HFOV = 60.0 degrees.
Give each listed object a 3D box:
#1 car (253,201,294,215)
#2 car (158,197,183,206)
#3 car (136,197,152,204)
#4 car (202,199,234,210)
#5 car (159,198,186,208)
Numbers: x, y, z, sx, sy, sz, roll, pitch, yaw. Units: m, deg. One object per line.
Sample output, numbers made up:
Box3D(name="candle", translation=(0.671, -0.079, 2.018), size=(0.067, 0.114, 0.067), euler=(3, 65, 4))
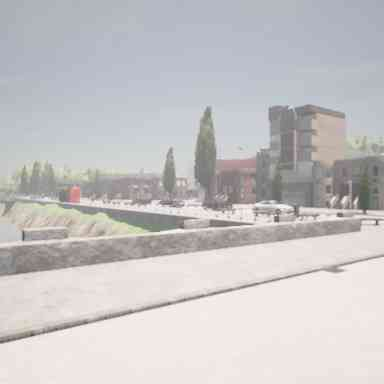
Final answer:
Box3D(name="car", translation=(8.569, 1.657, 35.358), size=(1.812, 1.442, 4.674), euler=(0, 0, -36))
Box3D(name="car", translation=(-3.951, 1.699, 60.034), size=(2.033, 1.411, 5.357), euler=(0, 0, -36))
Box3D(name="car", translation=(-10.158, 1.700, 68.699), size=(2.033, 1.411, 5.357), euler=(0, 0, -36))
Box3D(name="car", translation=(3.279, 1.635, 42.723), size=(1.837, 1.490, 4.892), euler=(0, 0, -36))
Box3D(name="car", translation=(-2.899, 1.624, 51.380), size=(2.128, 1.511, 4.902), euler=(0, 0, -36))
